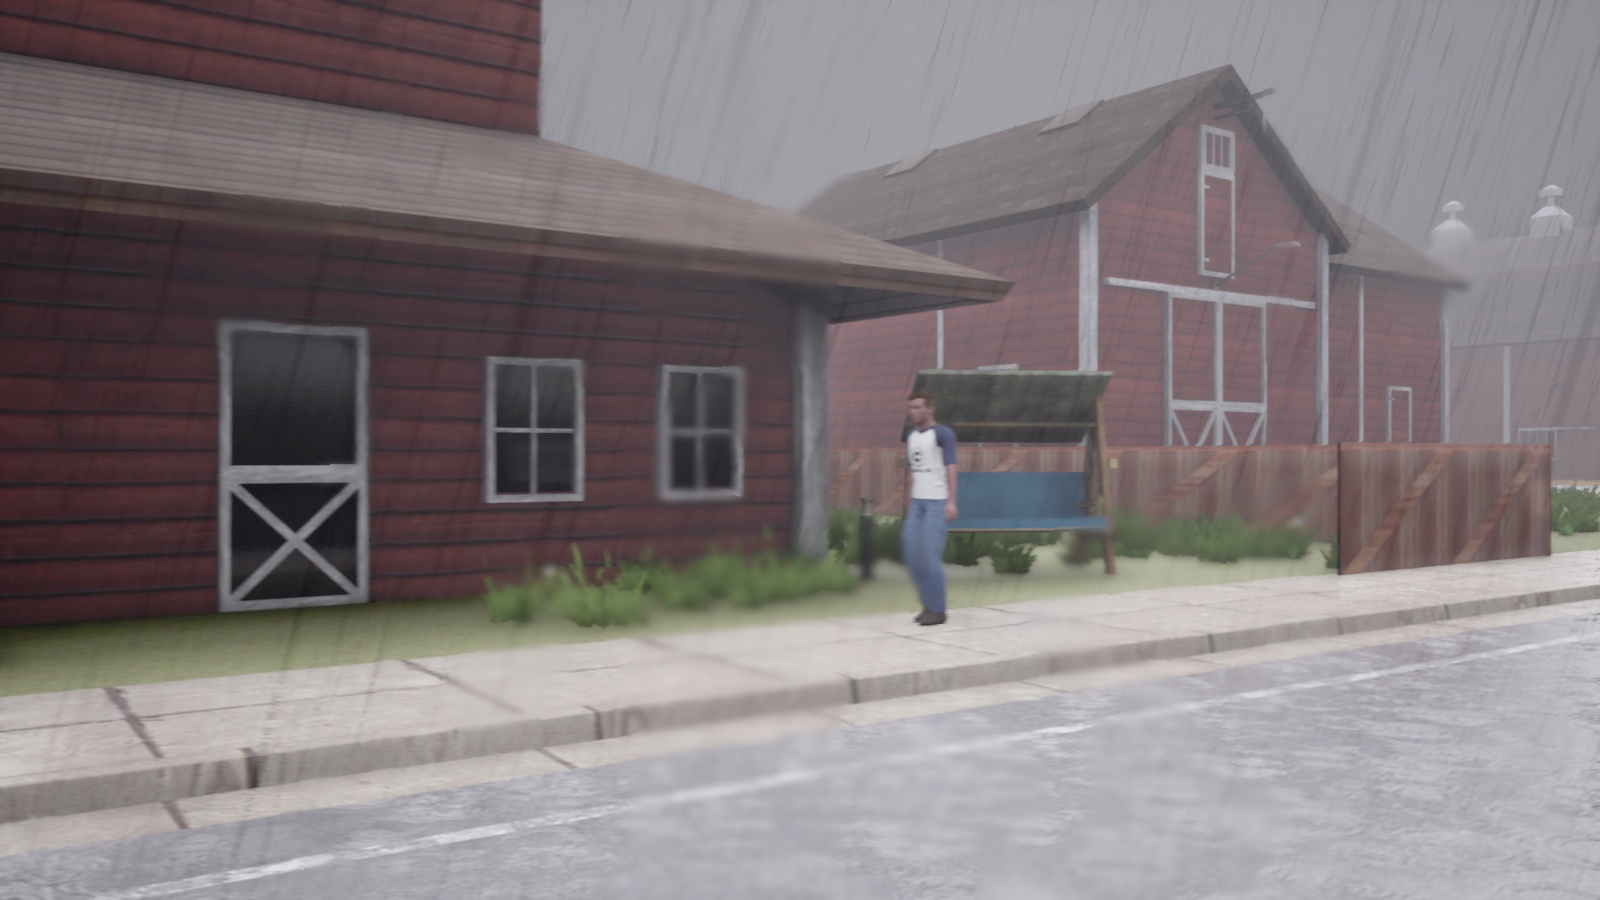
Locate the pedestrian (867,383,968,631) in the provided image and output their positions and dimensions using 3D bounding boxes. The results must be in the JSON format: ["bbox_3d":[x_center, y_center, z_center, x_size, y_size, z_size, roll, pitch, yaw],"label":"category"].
[{"bbox_3d":[0.907,0.422,9.669,0.706,1.836,0.354,0,0,-36],"label":"pedestrian"}]
